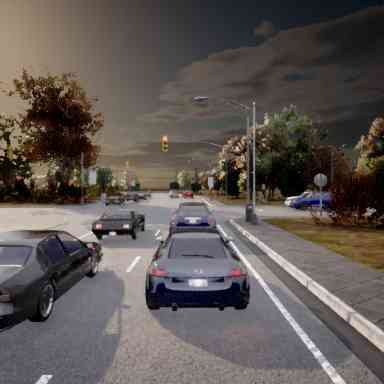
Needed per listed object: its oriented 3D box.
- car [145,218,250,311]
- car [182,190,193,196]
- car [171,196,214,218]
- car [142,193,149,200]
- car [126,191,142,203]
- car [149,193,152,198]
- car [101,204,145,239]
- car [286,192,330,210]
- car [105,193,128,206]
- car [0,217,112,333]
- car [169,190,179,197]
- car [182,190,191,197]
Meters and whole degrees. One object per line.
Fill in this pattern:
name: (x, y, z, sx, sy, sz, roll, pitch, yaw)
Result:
car: (0.074, 1.540, 7.798, 1.994, 1.385, 4.181, 0, 0, -1)
car: (-0.845, 0.561, 83.517, 2.150, 2.045, 5.566, 0, 1, -4)
car: (0.029, 1.270, 16.431, 2.097, 1.767, 4.553, 0, 0, 0)
car: (-10.903, 0.975, 71.234, 1.882, 1.535, 5.008, 0, 1, -1)
car: (-10.844, 0.833, 59.398, 2.150, 2.045, 5.566, 0, 0, 0)
car: (-11.520, 0.891, 86.018, 1.895, 1.301, 4.718, 0, 1, -3)
car: (-3.492, 1.517, 16.750, 1.895, 1.301, 4.718, 0, 0, -1)
car: (13.988, 0.991, 37.509, 5.566, 2.045, 2.150, 0, 0, -3)
car: (-10.802, 1.268, 46.708, 1.994, 1.385, 4.181, 0, 0, 0)
car: (-3.423, 1.527, 7.106, 2.033, 1.411, 5.357, 0, 0, -1)
car: (-4.394, 0.882, 84.193, 1.994, 1.385, 4.181, 0, 1, -4)
car: (-1.671, 0.388, 94.164, 2.097, 1.767, 4.553, 0, 1, -7)
